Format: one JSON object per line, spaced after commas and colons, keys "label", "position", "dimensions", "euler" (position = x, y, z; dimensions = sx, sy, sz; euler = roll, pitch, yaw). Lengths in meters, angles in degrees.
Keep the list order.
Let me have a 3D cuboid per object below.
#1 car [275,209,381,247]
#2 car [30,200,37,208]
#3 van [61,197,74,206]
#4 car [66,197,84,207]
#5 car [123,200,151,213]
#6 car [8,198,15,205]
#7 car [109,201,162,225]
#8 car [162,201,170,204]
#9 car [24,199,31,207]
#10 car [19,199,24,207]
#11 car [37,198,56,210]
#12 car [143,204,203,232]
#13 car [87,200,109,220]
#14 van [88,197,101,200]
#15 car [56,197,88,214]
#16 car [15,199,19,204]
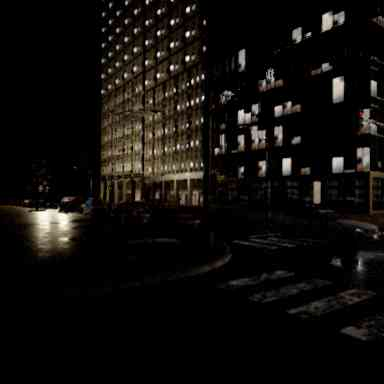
{"label": "car", "position": [5.872, 1.499, 14.972], "dimensions": [1.812, 1.442, 4.674], "euler": [0, -1, -35]}
{"label": "car", "position": [-23.867, 1.964, 52.816], "dimensions": [1.947, 1.339, 4.313], "euler": [0, -1, -35]}
{"label": "van", "position": [-26.766, 2.003, 71.593], "dimensions": [1.690, 1.788, 3.998], "euler": [0, -1, -35]}
{"label": "car", "position": [-23.510, 1.923, 66.934], "dimensions": [2.192, 1.841, 5.009], "euler": [0, -1, -35]}
{"label": "car", "position": [-7.327, 1.864, 43.780], "dimensions": [1.752, 1.417, 4.829], "euler": [0, -1, -35]}
{"label": "car", "position": [-40.146, 2.220, 76.107], "dimensions": [2.008, 1.369, 4.403], "euler": [0, -1, -35]}
{"label": "car", "position": [-4.332, 1.513, 24.867], "dimensions": [1.967, 1.590, 4.097], "euler": [0, -1, -35]}
{"label": "car", "position": [-3.975, 1.723, 38.983], "dimensions": [1.967, 1.590, 4.097], "euler": [0, -1, -35]}
{"label": "car", "position": [-27.122, 1.997, 57.474], "dimensions": [1.887, 1.381, 4.507], "euler": [0, -1, -35]}
{"label": "car", "position": [-30.379, 2.058, 62.132], "dimensions": [2.008, 1.369, 4.403], "euler": [0, -1, -35]}
{"label": "car", "position": [-20.611, 1.895, 48.157], "dimensions": [2.008, 1.369, 4.403], "euler": [0, -1, -35]}
{"label": "car", "position": [-1.076, 1.601, 20.207], "dimensions": [1.802, 1.307, 4.206], "euler": [0, -1, -35]}
{"label": "car", "position": [-7.490, 1.651, 29.385], "dimensions": [1.752, 1.417, 4.829], "euler": [0, -1, -35]}
{"label": "van", "position": [-16.998, 1.840, 57.618], "dimensions": [1.690, 1.788, 3.998], "euler": [0, -1, -35]}
{"label": "car", "position": [-14.100, 1.676, 38.842], "dimensions": [1.967, 1.590, 4.097], "euler": [0, -1, -35]}
{"label": "car", "position": [-33.634, 2.143, 66.791], "dimensions": [1.802, 1.307, 4.206], "euler": [0, -1, -35]}
